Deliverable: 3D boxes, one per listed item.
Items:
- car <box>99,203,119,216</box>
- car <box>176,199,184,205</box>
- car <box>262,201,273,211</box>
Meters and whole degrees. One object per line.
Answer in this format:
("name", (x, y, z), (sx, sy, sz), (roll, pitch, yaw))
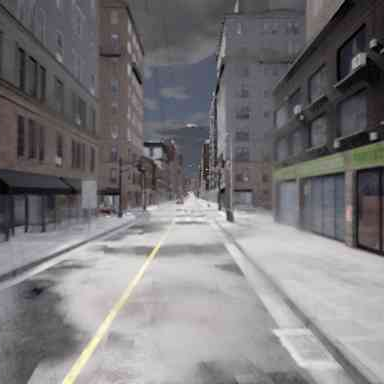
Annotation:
("car", (-10.752, 2.089, 39.239), (4.674, 1.442, 1.812), (0, 0, 0))
("car", (-3.011, 2.541, 85.049), (1.994, 1.385, 4.181), (0, -1, 0))
("car", (12.077, 1.627, 45.055), (5.009, 1.841, 2.192), (-1, 0, 0))
